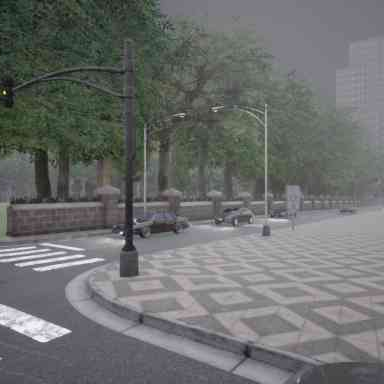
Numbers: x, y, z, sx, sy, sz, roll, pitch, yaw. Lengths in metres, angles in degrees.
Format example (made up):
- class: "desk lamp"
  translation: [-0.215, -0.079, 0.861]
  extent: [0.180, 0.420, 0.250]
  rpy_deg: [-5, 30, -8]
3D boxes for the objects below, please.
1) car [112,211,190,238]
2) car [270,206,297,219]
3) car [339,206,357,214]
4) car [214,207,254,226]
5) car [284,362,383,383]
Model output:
- class: "car"
  translation: [-2.293, 1.888, 20.218]
  extent: [2.033, 1.411, 5.357]
  rpy_deg: [0, -1, 35]
- class: "car"
  translation: [10.515, 2.364, 38.255]
  extent: [1.994, 1.385, 4.181]
  rpy_deg: [0, -1, 35]
- class: "car"
  translation: [25.192, 2.844, 53.472]
  extent: [1.895, 1.301, 4.718]
  rpy_deg: [0, -1, 36]
- class: "car"
  translation: [3.697, 2.058, 28.665]
  extent: [1.837, 1.490, 4.892]
  rpy_deg: [0, -1, 35]
- class: "car"
  translation: [2.349, 1.551, 1.283]
  extent: [4.403, 1.369, 2.008]
  rpy_deg: [0, 0, 36]
